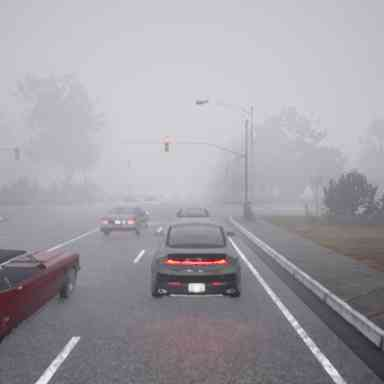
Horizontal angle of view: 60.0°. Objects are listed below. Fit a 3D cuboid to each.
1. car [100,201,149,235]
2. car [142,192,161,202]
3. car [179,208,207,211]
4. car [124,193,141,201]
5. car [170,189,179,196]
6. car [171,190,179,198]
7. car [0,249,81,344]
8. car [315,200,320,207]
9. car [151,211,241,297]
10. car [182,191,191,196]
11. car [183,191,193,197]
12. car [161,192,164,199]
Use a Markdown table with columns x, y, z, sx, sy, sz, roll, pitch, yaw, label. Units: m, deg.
| x | y | z | sx | sy | sz | roll | pitch | yaw | label |
| --- | --- | --- | --- | --- | --- | --- | --- | --- | --- |
| -3.462 | 1.417 | 17.834 | 2.033 | 1.411 | 5.357 | 0 | 1 | -1 | car |
| -7.228 | 1.034 | 59.137 | 1.994 | 1.385 | 4.181 | 0 | 1 | 0 | car |
| 0.064 | 1.471 | 17.741 | 1.895 | 1.301 | 4.718 | 0 | 1 | 0 | car |
| -10.724 | 1.076 | 58.605 | 1.895 | 1.301 | 4.718 | 0 | 1 | 0 | car |
| -4.986 | 0.148 | 94.852 | 2.097 | 1.767 | 4.553 | 0 | 1 | -7 | car |
| -4.217 | 0.642 | 84.806 | 2.128 | 1.511 | 4.902 | 0 | 1 | -4 | car |
| -3.413 | 1.578 | 5.384 | 1.895 | 1.301 | 4.718 | 0 | 0 | 0 | car |
| 16.830 | 1.160 | 38.672 | 4.902 | 1.511 | 2.128 | 0 | 1 | -3 | car |
| 0.080 | 1.461 | 8.428 | 1.837 | 1.490 | 4.892 | 0 | 0 | 0 | car |
| -1.506 | 0.328 | 95.222 | 2.033 | 1.411 | 5.357 | 0 | 1 | -7 | car |
| -0.745 | 0.661 | 85.346 | 1.994 | 1.385 | 4.181 | 0 | 1 | -4 | car |
| -7.325 | 0.805 | 74.634 | 2.128 | 1.511 | 4.902 | 0 | 1 | -1 | car |
